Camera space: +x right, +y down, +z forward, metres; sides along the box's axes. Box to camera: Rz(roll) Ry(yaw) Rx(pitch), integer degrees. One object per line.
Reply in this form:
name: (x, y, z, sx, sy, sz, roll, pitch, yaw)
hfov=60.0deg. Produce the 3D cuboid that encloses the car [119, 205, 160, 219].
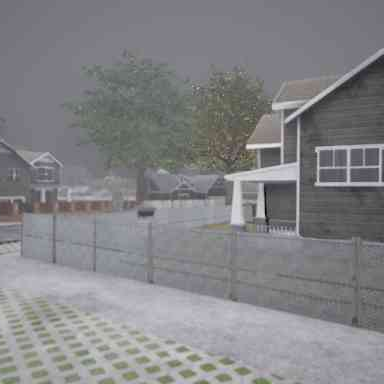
car: (-5.157, 2.000, 33.505, 1.895, 1.301, 4.718, 0, 0, 31)

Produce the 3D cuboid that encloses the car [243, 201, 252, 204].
car: (7.762, 2.155, 51.102, 1.882, 1.535, 5.008, 1, -1, 42)
